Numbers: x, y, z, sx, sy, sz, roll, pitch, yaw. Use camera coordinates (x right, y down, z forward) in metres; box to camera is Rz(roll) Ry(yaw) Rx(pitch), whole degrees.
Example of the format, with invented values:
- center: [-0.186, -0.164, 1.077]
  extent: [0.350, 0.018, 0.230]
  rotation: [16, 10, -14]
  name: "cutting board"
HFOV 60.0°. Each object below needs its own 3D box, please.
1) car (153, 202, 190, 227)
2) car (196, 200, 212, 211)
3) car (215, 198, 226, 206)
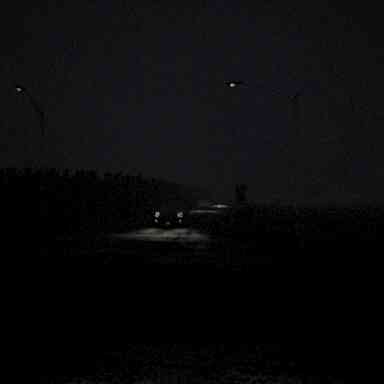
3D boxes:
- center: [-1.373, 1.509, 24.066]
  extent: [2.097, 1.767, 4.553]
  rotation: [0, -1, 6]
  name: "car"
- center: [1.850, 1.870, 47.554]
  extent: [1.812, 1.442, 4.674]
  rotation: [0, 0, 9]
  name: "car"
- center: [5.995, 2.053, 68.954]
  extent: [2.128, 1.511, 4.902]
  rotation: [0, 0, 12]
  name: "car"
